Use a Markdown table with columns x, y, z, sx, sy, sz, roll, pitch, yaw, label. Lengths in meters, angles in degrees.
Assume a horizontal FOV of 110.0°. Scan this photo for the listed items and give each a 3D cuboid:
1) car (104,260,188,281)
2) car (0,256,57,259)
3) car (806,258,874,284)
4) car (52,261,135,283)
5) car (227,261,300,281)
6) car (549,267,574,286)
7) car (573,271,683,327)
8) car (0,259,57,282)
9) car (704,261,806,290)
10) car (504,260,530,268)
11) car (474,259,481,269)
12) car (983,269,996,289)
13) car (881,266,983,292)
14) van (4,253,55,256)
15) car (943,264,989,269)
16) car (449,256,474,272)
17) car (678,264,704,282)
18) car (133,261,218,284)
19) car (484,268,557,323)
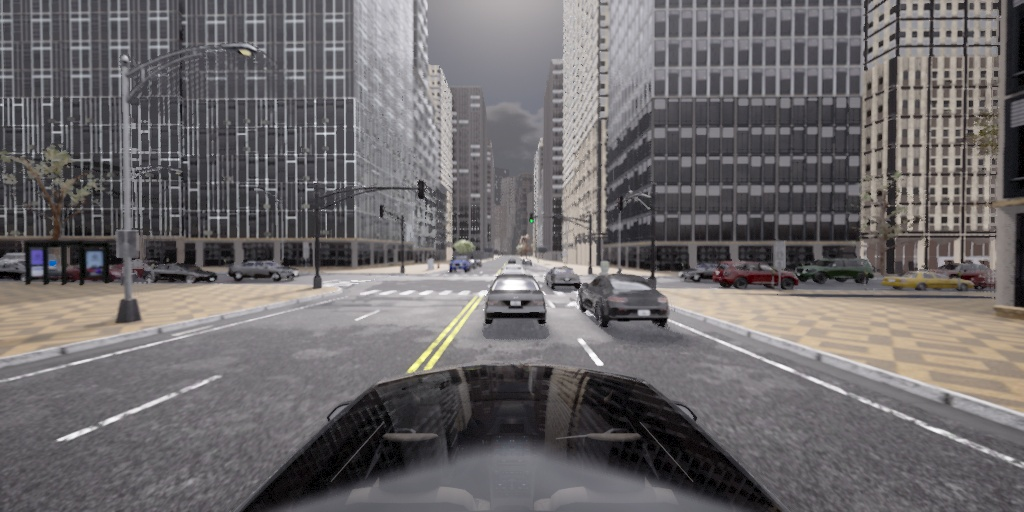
| x | y | z | sx | sy | sz | roll | pitch | yaw | label |
| --- | --- | --- | --- | --- | --- | --- | --- | --- | --- |
| -27.893 | 1.073 | 27.438 | 4.674 | 1.442 | 1.812 | 1 | 1 | 1 | car |
| -37.942 | 0.981 | 27.651 | 4.674 | 1.442 | 1.812 | 1 | 1 | 2 | car |
| 26.520 | 1.208 | 29.691 | 5.566 | 2.045 | 2.150 | 1 | 1 | 1 | car |
| -28.413 | 1.165 | 24.759 | 4.207 | 1.307 | 1.802 | 0 | 0 | 1 | car |
| -18.797 | 1.122 | 27.252 | 4.902 | 1.511 | 2.128 | 1 | 1 | 1 | car |
| 3.354 | 1.417 | 24.302 | 2.033 | 1.411 | 5.357 | 0 | 1 | 0 | car |
| 3.353 | 1.281 | 11.404 | 1.812 | 1.442 | 4.674 | 0 | 0 | 0 | car |
| -34.093 | 1.096 | 24.933 | 4.313 | 1.339 | 1.948 | 0 | 0 | 1 | car |
| 16.196 | 1.298 | 24.093 | 5.009 | 1.841 | 2.192 | 0 | 0 | 1 | car |
| 0.115 | 1.333 | 26.707 | 1.812 | 1.442 | 4.674 | 1 | 1 | 0 | car |
| -6.558 | 1.257 | 55.754 | 2.128 | 1.511 | 4.902 | 0 | 0 | 0 | car |
| 33.114 | 1.714 | 23.800 | 4.207 | 1.307 | 1.802 | 0 | 0 | 1 | car |
| 27.644 | 1.608 | 23.895 | 4.829 | 1.417 | 1.751 | 0 | 0 | 1 | car |
| -45.284 | 0.641 | 33.595 | 3.998 | 1.789 | 1.690 | 0 | 0 | 1 | van |
| 36.553 | 1.426 | 29.506 | 4.553 | 1.767 | 2.097 | 1 | 1 | 1 | car |
| -6.593 | 0.988 | 45.836 | 2.150 | 2.045 | 5.566 | 0 | 0 | 0 | car |
| 16.450 | 1.389 | 29.869 | 4.902 | 1.511 | 2.128 | 1 | 1 | 1 | car |
| -22.729 | 1.201 | 24.625 | 4.313 | 1.339 | 1.948 | 0 | 0 | 1 | car |
| 0.103 | 1.303 | 12.044 | 2.033 | 1.411 | 5.357 | 0 | 0 | 0 | car |
